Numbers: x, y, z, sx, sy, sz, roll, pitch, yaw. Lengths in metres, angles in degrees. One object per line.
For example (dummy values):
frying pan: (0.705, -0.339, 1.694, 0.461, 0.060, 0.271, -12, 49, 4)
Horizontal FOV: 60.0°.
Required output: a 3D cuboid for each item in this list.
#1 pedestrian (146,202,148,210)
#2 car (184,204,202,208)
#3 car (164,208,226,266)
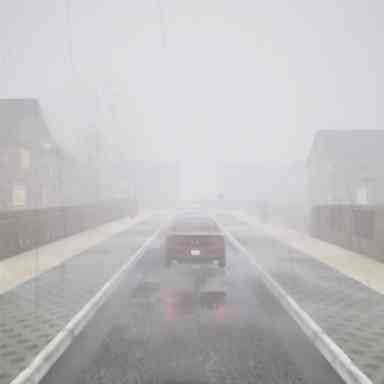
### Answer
pedestrian: (-6.711, 1.683, 49.346, 0.375, 1.860, 0.375, 0, -1, 1)
car: (0.101, 1.700, 26.098, 1.812, 1.442, 4.674, 0, 0, 0)
car: (0.098, 1.558, 11.854, 1.882, 1.535, 5.008, 0, 0, 0)
